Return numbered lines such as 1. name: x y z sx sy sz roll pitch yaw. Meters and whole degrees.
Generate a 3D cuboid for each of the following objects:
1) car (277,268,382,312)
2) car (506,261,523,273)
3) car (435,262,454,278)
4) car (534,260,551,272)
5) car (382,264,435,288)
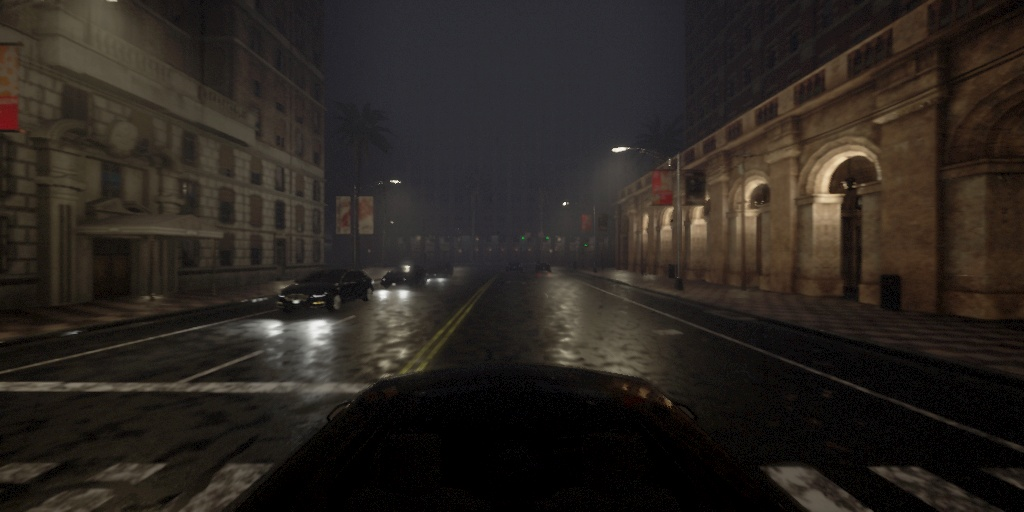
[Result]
1. car: -7.083 1.256 14.198 1.837 1.490 4.892 0 0 0
2. car: 0.319 1.317 44.512 1.994 1.385 4.181 0 0 1
3. car: -6.846 1.300 34.712 2.033 1.411 5.357 0 0 1
4. car: 3.822 1.244 44.683 2.128 1.511 4.902 0 0 1
5. car: -6.993 1.299 24.055 2.033 1.411 5.357 0 0 1
